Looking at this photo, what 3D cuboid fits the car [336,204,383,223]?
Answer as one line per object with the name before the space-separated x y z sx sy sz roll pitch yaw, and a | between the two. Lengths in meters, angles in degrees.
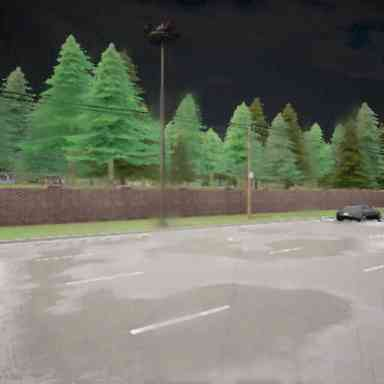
car | 13.120 1.618 25.994 4.181 1.385 1.994 0 0 -35
